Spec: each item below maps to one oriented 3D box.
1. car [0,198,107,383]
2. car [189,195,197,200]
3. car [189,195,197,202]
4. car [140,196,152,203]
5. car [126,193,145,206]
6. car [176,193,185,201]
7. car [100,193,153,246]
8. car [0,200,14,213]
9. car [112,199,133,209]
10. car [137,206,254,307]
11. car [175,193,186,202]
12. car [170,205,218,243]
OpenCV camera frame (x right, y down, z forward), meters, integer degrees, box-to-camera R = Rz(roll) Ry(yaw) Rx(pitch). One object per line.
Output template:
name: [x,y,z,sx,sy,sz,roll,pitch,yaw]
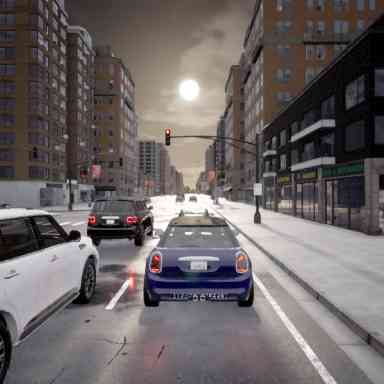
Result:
car: [-3.138,1.222,4.988,2.150,2.045,5.566,0,0,1]
car: [0.325,1.497,88.225,1.994,1.385,4.181,0,0,0]
car: [0.289,1.569,78.217,1.812,1.442,4.674,0,0,0]
car: [-9.498,1.589,68.647,1.994,1.385,4.181,0,0,0]
car: [-9.621,1.249,57.057,2.150,2.045,5.566,0,0,1]
car: [-2.925,1.169,88.267,2.150,2.045,5.566,0,0,0]
car: [-3.096,1.225,15.341,2.150,2.045,5.566,0,0,0]
car: [-22.018,1.597,36.065,4.313,1.339,1.947,0,0,0]
car: [-9.682,1.619,46.654,1.895,1.301,4.718,0,0,0]
car: [0.127,1.353,8.145,2.097,1.767,4.553,0,0,0]
car: [-2.963,1.584,77.815,2.033,1.411,5.357,0,0,0]
car: [0.118,1.495,17.213,2.128,1.511,4.902,0,0,1]
